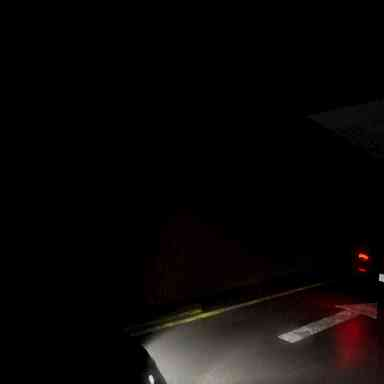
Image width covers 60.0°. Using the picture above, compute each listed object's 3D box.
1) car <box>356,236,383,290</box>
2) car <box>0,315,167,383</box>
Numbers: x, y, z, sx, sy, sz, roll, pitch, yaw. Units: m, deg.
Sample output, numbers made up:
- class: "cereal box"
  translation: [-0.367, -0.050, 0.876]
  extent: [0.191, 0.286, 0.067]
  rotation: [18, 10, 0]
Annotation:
- class: "car"
  translation: [5.678, 1.526, 7.819]
  extent: [4.674, 1.442, 1.812]
  rotation: [0, 0, -35]
- class: "car"
  translation: [-2.208, 1.564, 2.267]
  extent: [4.181, 1.385, 1.994]
  rotation: [0, 0, -35]
